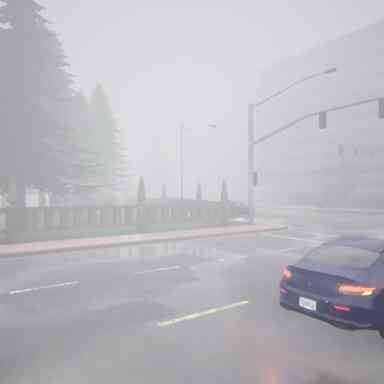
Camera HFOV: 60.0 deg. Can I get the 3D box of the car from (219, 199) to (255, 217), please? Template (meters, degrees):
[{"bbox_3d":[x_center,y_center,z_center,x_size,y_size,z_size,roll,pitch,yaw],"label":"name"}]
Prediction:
[{"bbox_3d":[3.735,1.422,30.820,1.882,1.535,5.008,0,0,-32],"label":"car"}]

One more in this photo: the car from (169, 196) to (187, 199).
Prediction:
[{"bbox_3d":[-1.440,1.296,39.611,2.097,1.767,4.553,0,0,-26],"label":"car"}]

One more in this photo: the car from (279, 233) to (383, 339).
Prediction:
[{"bbox_3d":[3.638,1.526,6.363,4.674,1.442,1.812,0,0,-35],"label":"car"}]
